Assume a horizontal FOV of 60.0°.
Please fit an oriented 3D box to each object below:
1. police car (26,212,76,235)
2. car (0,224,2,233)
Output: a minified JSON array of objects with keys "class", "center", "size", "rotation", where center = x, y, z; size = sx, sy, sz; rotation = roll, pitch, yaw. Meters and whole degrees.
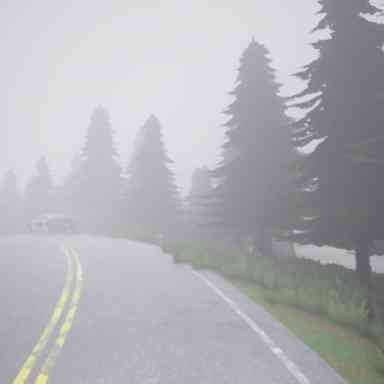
[{"class":"police car","center":[-10.666,2.315,24.891],"size":[5.238,1.638,1.930],"rotation":[-6,-7,41]},{"class":"car","center":[-19.665,3.430,30.574],"size":[4.892,1.490,1.837],"rotation":[-7,-7,23]}]
